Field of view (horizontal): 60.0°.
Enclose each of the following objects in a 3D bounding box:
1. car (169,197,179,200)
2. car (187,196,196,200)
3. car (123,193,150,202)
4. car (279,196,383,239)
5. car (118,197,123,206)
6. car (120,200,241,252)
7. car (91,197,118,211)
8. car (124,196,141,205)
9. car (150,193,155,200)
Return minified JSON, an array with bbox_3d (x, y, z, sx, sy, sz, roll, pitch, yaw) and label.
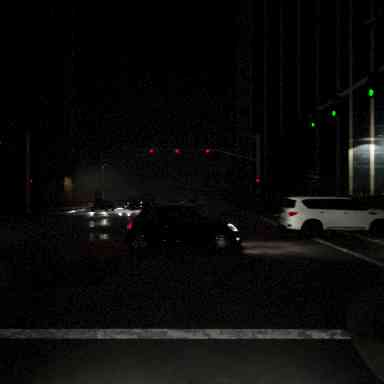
[{"bbox_3d":[-3.562,1.601,65.523,1.895,1.301,4.718,0,0,0],"label":"car"},{"bbox_3d":[-0.062,1.525,64.957,1.812,1.442,4.674,0,0,0],"label":"car"},{"bbox_3d":[-7.139,1.352,43.399,2.097,1.767,4.553,0,0,0],"label":"car"},{"bbox_3d":[7.316,1.221,17.037,5.566,2.045,2.150,0,0,-1],"label":"car"},{"bbox_3d":[-10.639,1.491,49.159,2.128,1.511,4.902,0,0,0],"label":"car"},{"bbox_3d":[-0.339,1.352,13.453,4.553,1.767,2.097,0,0,-1],"label":"car"},{"bbox_3d":[-10.617,1.526,39.890,1.812,1.442,4.674,0,0,0],"label":"car"},{"bbox_3d":[-10.608,1.491,59.342,2.128,1.511,4.902,0,0,0],"label":"car"},{"bbox_3d":[-7.136,1.221,52.900,2.150,2.045,5.566,0,0,0],"label":"car"}]
